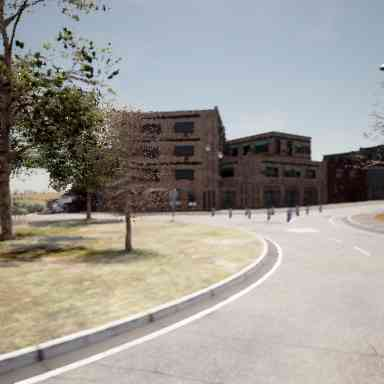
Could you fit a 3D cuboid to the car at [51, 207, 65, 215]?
[{"bbox_3d":[-26.480,3.989,66.458,2.002,1.452,4.674,2,-5,-25],"label":"car"}]
